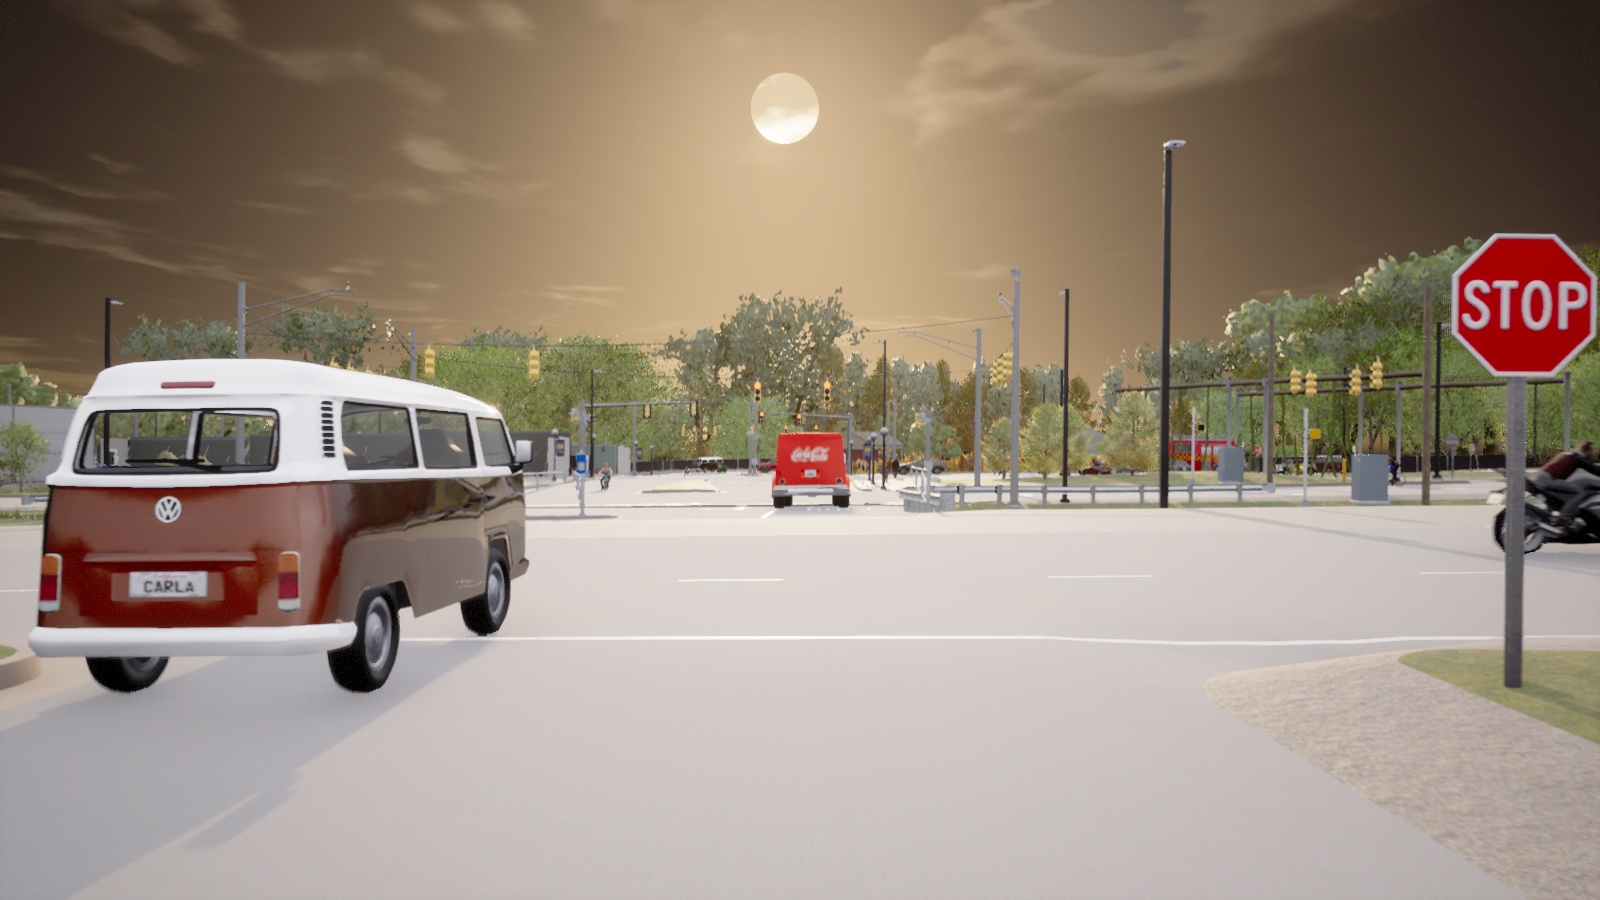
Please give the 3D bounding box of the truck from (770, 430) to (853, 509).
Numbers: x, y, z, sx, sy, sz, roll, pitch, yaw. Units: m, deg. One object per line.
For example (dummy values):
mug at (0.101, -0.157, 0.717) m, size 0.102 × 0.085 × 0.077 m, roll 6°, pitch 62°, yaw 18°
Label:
truck at (0.416, 0.697, 42.453) m, size 2.627 × 2.467 × 5.204 m, roll -1°, pitch -2°, yaw 1°

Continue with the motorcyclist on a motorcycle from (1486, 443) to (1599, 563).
motorcyclist on a motorcycle at (10.384, 0.673, 16.561) m, size 2.191 × 1.530 × 0.866 m, roll -1°, pitch 0°, yaw 1°

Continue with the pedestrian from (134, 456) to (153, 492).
pedestrian at (-35.575, 1.304, 68.034) m, size 0.788 × 1.949 × 0.423 m, roll 1°, pitch 0°, yaw 3°

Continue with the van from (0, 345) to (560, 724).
van at (-3.310, 0.472, 9.043) m, size 2.069 × 2.038 × 4.480 m, roll -1°, pitch 0°, yaw 3°
